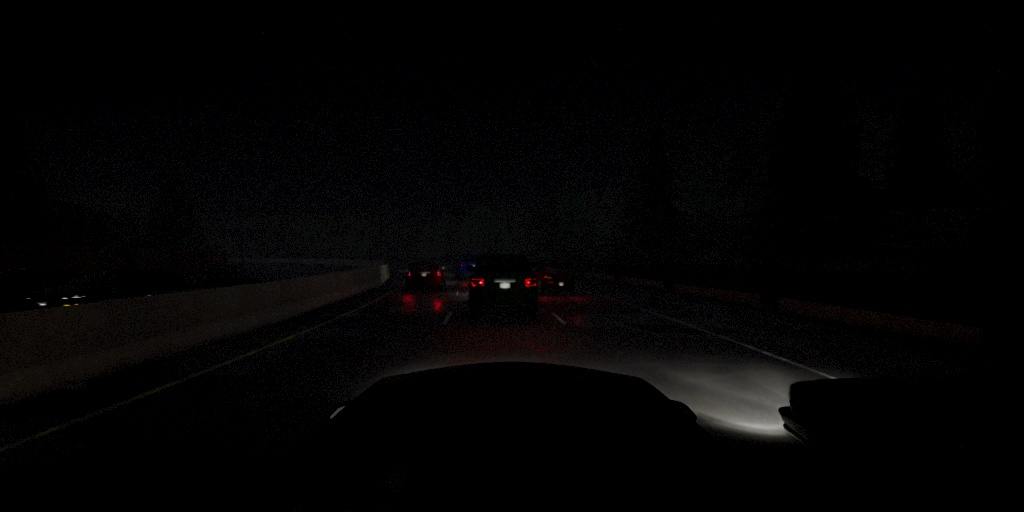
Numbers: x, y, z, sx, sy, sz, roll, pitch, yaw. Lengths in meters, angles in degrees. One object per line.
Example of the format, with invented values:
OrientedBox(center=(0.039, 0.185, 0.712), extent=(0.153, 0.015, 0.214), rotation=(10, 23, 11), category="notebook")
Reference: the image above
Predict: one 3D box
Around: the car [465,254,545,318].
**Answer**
OrientedBox(center=(-0.440, 0.937, 13.051), extent=(2.150, 2.045, 5.566), rotation=(0, 0, -5), category="car")

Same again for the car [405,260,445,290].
OrientedBox(center=(-5.200, 1.040, 21.868), extent=(2.097, 1.767, 4.553), rotation=(0, 0, -9), category="car")

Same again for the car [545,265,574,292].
OrientedBox(center=(2.140, 1.219, 20.365), extent=(1.812, 1.442, 4.674), rotation=(0, 0, -9), category="car")

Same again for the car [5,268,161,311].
OrientedBox(center=(-14.542, 1.224, 13.342), extent=(1.837, 1.490, 4.892), rotation=(0, 0, -5), category="car")

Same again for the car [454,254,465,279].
OrientedBox(center=(-3.809, 0.880, 31.694), extent=(2.150, 2.045, 5.566), rotation=(0, 0, -15), category="car")

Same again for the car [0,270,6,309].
OrientedBox(center=(-18.019, 1.225, 12.934), extent=(1.837, 1.490, 4.892), rotation=(0, 0, -5), category="car")

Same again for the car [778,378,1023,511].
OrientedBox(center=(3.592, 1.299, 1.080), extent=(2.033, 1.411, 5.357), rotation=(0, 0, 0), category="car")

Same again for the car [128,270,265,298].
OrientedBox(center=(-11.037, 1.279, 13.304), extent=(1.994, 1.385, 4.181), rotation=(0, 0, -5), category="car")
